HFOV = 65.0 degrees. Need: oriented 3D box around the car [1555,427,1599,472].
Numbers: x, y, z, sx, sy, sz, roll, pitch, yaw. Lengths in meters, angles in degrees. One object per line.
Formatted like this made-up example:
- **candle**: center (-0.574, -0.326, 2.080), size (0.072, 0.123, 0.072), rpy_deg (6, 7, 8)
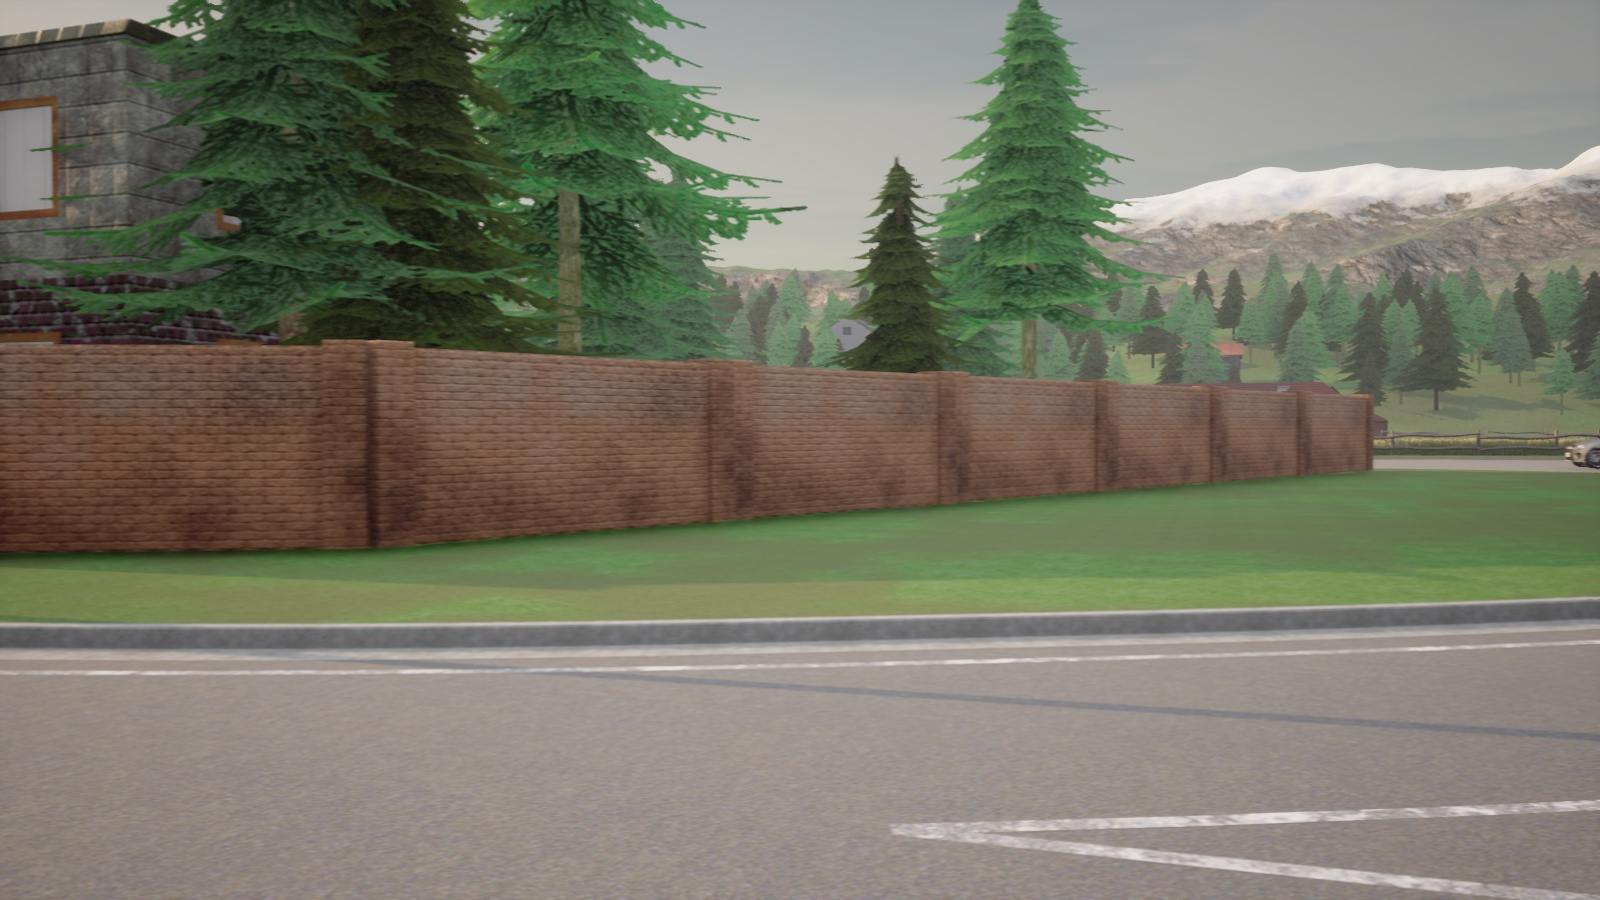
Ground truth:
- **car**: center (31.733, -0.020, 47.518), size (5.027, 1.651, 2.152), rpy_deg (1, 1, 19)
